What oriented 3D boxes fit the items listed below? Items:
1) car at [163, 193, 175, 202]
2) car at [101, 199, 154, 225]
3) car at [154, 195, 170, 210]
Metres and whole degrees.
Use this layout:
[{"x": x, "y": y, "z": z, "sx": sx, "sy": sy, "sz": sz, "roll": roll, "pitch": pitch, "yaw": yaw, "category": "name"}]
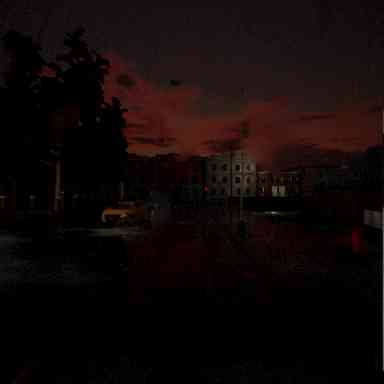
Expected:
[{"x": -4.068, "y": 1.095, "z": 57.483, "sx": 2.150, "sy": 2.045, "sz": 5.566, "roll": 0, "pitch": 0, "yaw": 0, "category": "car"}, {"x": -4.708, "y": 1.477, "z": 24.127, "sx": 1.882, "sy": 1.535, "sz": 5.008, "roll": 1, "pitch": 0, "yaw": 12, "category": "car"}, {"x": -4.142, "y": 1.491, "z": 41.827, "sx": 2.128, "sy": 1.511, "sz": 4.902, "roll": 0, "pitch": 0, "yaw": 0, "category": "car"}]
